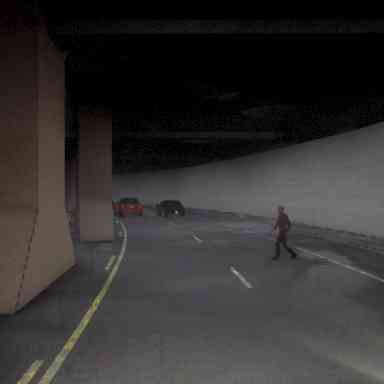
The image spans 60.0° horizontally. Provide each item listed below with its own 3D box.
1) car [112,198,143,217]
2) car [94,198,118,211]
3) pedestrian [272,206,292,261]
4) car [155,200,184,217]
[{"bbox_3d":[-6.214,1.352,32.096,2.097,1.767,4.553,0,0,-21],"label":"car"},{"bbox_3d":[-11.151,1.525,42.773,1.812,1.442,4.674,0,0,-29],"label":"car"},{"bbox_3d":[2.915,1.294,10.805,0.375,1.860,0.375,0,0,-7],"label":"pedestrian"},{"bbox_3d":[-2.136,1.504,31.193,1.837,1.490,4.892,0,0,-19],"label":"car"}]
